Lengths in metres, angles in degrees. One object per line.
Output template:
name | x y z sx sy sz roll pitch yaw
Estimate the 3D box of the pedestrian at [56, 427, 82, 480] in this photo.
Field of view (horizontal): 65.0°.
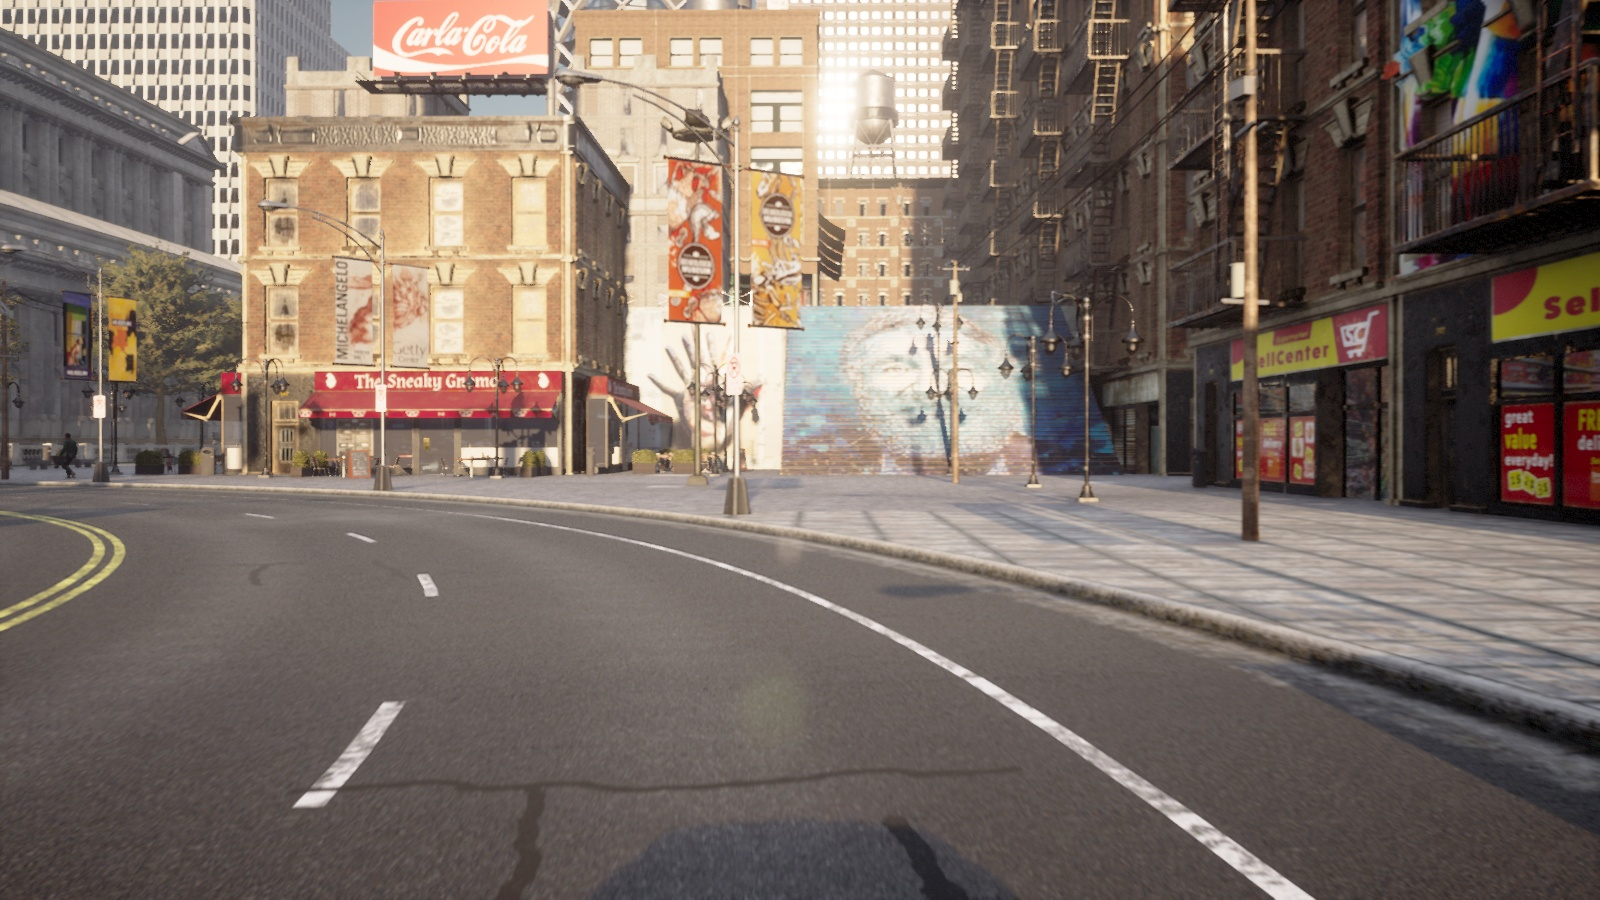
pedestrian | -27.550 0.128 47.320 0.788 1.949 0.423 0 0 18
